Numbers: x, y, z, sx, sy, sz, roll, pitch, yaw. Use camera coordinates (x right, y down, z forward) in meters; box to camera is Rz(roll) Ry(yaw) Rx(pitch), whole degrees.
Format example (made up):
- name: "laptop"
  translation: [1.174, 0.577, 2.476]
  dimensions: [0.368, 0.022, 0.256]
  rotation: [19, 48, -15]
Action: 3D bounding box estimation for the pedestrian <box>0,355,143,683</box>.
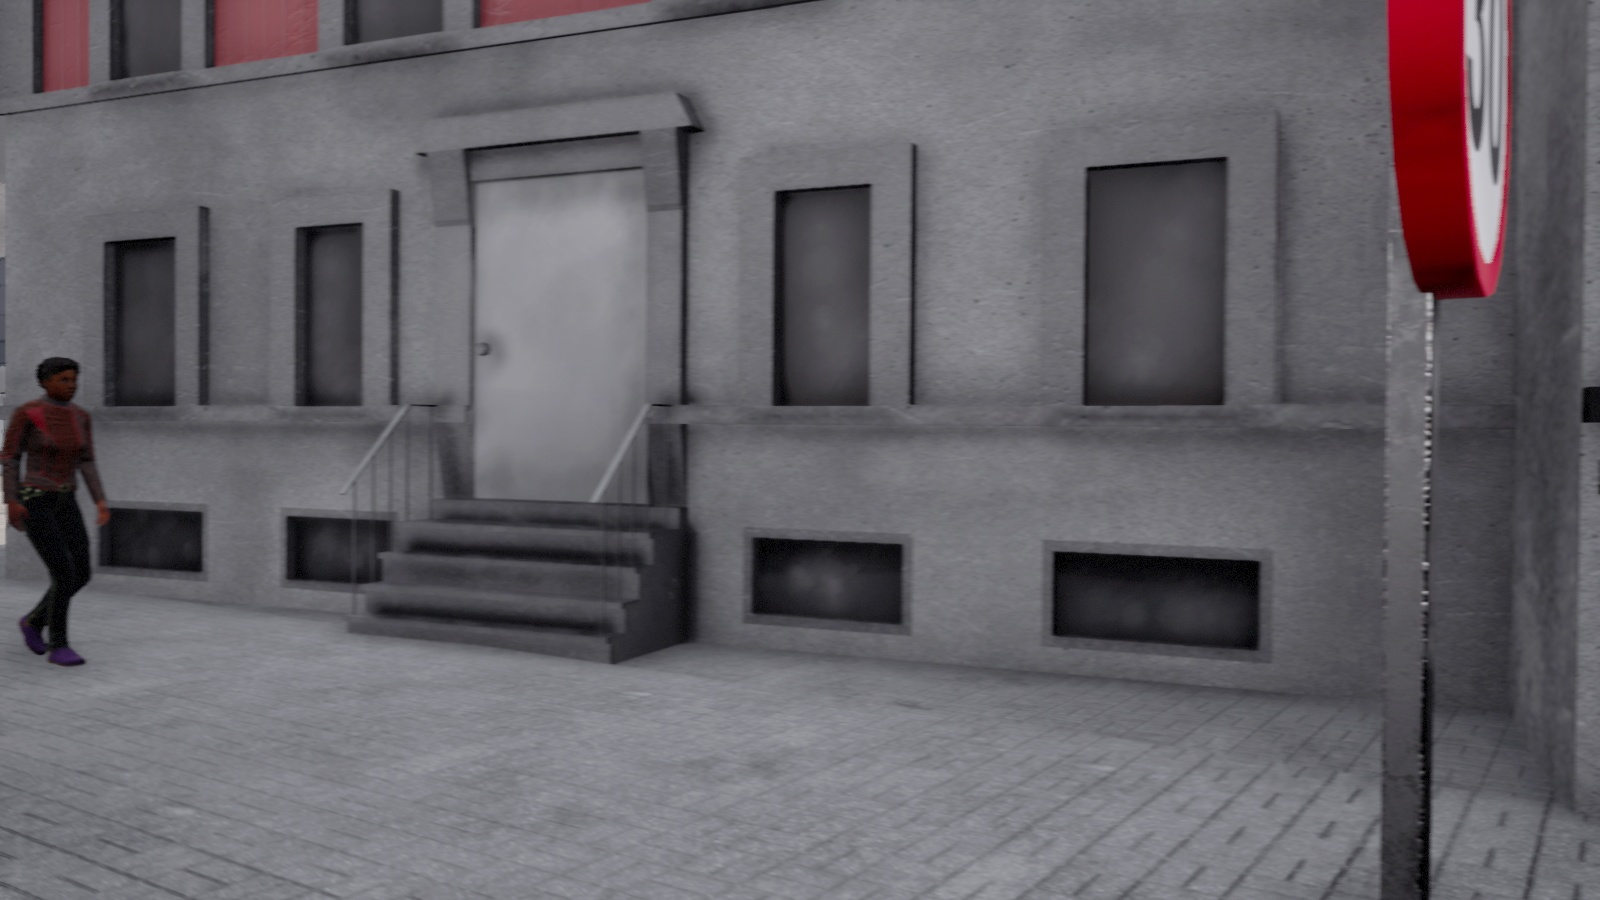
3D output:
- name: "pedestrian"
  translation: [-4.253, 0.382, 7.227]
  dimensions: [0.869, 1.805, 0.328]
  rotation: [0, 1, 22]
